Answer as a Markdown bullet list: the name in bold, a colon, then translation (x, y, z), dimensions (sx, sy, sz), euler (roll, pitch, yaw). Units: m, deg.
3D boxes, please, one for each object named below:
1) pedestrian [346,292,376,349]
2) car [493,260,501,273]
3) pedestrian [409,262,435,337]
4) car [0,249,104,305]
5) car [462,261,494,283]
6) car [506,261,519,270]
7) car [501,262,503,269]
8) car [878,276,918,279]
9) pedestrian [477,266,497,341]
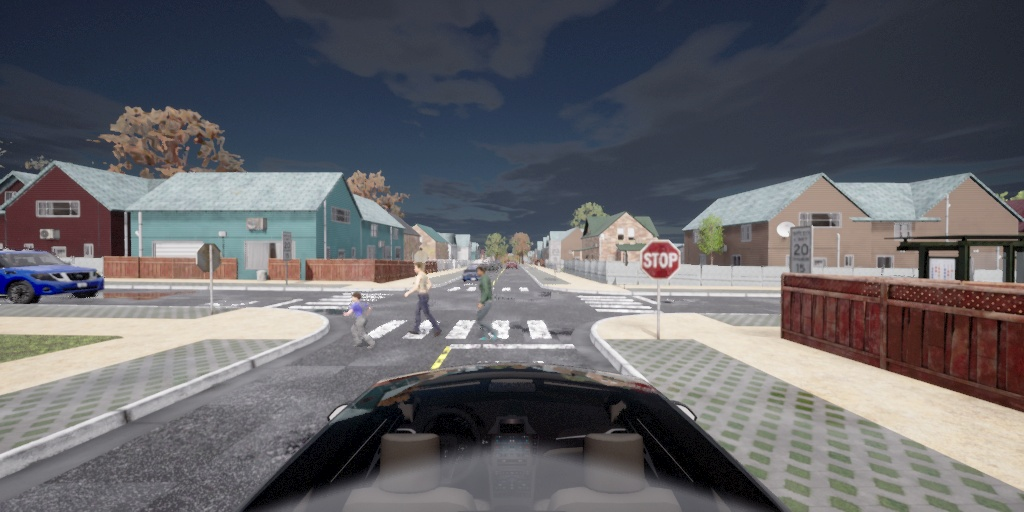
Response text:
- **pedestrian**: translation (-3.215, 1.321, 7.672), dimensions (0.375, 1.300, 0.375), euler (-1, 1, 0)
- **car**: translation (-2.823, 1.460, 46.854), dimensions (1.895, 1.301, 4.718), euler (0, 0, 0)
- **pedestrian**: translation (-2.218, 1.042, 8.868), dimensions (0.375, 1.860, 0.375), euler (-1, 1, 0)
- **car**: translation (-19.791, 0.759, 14.202), dimensions (5.566, 2.045, 2.150), euler (1, 1, 0)
- **car**: translation (-2.837, 1.328, 29.005), dimensions (2.033, 1.411, 5.357), euler (0, 0, 0)
- **car**: translation (0.020, 1.472, 59.073), dimensions (1.812, 1.442, 4.674), euler (0, 0, 0)
- **car**: translation (-2.728, 1.403, 63.667), dimensions (1.837, 1.490, 4.892), euler (0, 0, 0)
- **car**: translation (17.771, 1.594, 17.170), dimensions (4.718, 1.301, 1.895), euler (1, 1, 0)
- **pedestrian**: translation (-0.613, 1.044, 8.267), dimensions (0.375, 1.860, 0.375), euler (-1, 1, 0)
